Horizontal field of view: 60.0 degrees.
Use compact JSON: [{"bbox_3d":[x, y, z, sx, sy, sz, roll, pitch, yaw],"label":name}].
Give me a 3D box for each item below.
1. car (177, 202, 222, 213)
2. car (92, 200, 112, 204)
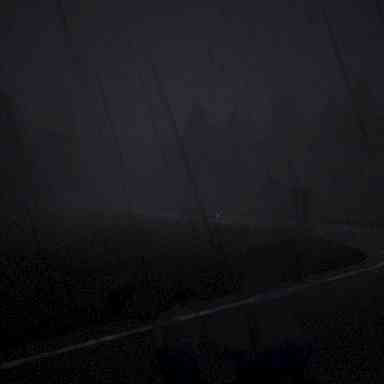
[{"bbox_3d":[0.604,1.611,28.084,2.128,1.511,4.902,0,0,-36],"label":"car"},{"bbox_3d":[-12.922,1.720,47.083,1.895,1.301,4.718,0,0,-35],"label":"car"}]
